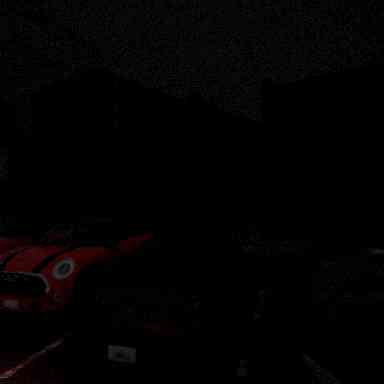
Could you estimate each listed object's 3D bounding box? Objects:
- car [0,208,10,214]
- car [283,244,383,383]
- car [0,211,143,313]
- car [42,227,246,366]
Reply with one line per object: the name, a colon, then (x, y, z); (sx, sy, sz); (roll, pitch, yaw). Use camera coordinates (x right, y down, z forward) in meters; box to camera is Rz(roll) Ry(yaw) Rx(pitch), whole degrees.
car: (-4.991, 1.464, 9.832); (2.185, 1.767, 4.553); (0, -1, 16)
car: (2.271, 1.515, 4.492); (2.002, 1.452, 4.674); (0, -1, 16)
car: (-2.568, 1.425, 8.061); (2.185, 1.767, 4.553); (0, -1, 16)
car: (-0.163, 1.541, 6.231); (2.163, 1.488, 4.792); (0, -1, 16)
